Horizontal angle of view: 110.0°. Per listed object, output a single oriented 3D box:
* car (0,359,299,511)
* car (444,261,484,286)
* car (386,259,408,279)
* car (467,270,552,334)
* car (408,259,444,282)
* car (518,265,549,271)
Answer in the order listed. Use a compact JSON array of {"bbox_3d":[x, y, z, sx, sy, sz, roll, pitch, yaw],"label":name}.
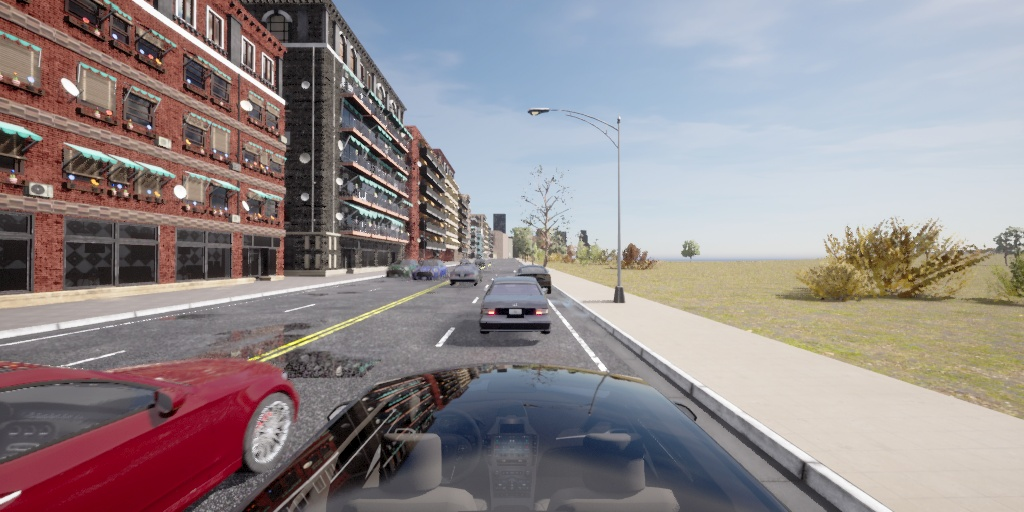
[{"bbox_3d":[-3.154,1.276,1.828,1.812,1.442,4.674,0,0,0],"label":"car"},{"bbox_3d":[-3.183,1.300,25.538,2.033,1.411,5.357,0,0,0],"label":"car"},{"bbox_3d":[-9.886,1.104,32.877,2.097,1.767,4.553,0,0,0],"label":"car"},{"bbox_3d":[0.092,1.299,10.575,2.033,1.411,5.357,0,0,0],"label":"car"},{"bbox_3d":[-6.631,1.104,29.280,2.097,1.767,4.553,0,0,0],"label":"car"},{"bbox_3d":[1.116,1.230,20.339,1.882,1.535,5.008,0,0,0],"label":"car"}]
